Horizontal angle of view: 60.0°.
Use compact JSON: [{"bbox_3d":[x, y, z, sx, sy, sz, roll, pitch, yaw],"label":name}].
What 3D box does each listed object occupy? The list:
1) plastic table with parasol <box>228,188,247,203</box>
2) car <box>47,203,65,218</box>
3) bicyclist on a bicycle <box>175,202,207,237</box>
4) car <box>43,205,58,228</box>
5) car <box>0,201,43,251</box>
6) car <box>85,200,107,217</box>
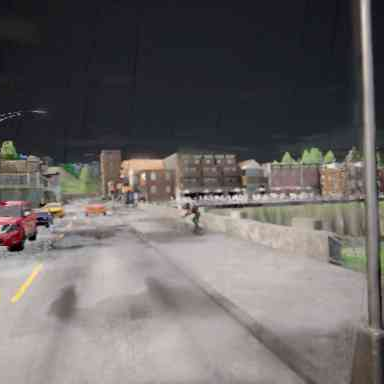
[{"bbox_3d":[7.862,0.592,57.442,2.482,2.480,2.482,-2,0,-17],"label":"plastic table with parasol"},{"bbox_3d":[-14.295,1.885,34.479,1.882,1.535,5.008,-2,0,-16],"label":"car"},{"bbox_3d":[-0.042,1.327,16.100,1.656,1.620,0.582,-2,0,-17],"label":"bicyclist on a bicycle"},{"bbox_3d":[-11.366,1.929,24.641,1.895,1.301,4.718,-2,0,-17],"label":"car"},{"bbox_3d":[-8.543,1.472,15.205,2.150,2.045,5.566,-2,0,-17],"label":"car"},{"bbox_3d":[-10.456,1.634,36.148,2.097,1.767,4.553,-2,0,-17],"label":"car"}]
